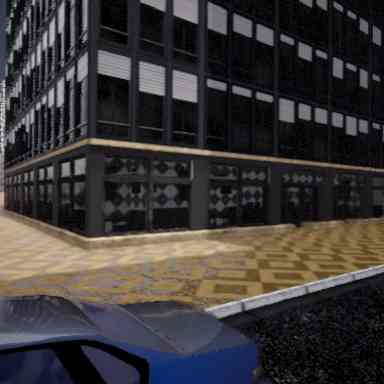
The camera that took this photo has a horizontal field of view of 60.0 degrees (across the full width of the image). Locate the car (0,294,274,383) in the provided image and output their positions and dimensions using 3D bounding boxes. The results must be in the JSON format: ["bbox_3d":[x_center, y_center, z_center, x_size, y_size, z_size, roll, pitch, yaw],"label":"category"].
[{"bbox_3d":[-1.834,1.544,2.069,5.357,1.411,2.033,1,0,-36],"label":"car"}]
